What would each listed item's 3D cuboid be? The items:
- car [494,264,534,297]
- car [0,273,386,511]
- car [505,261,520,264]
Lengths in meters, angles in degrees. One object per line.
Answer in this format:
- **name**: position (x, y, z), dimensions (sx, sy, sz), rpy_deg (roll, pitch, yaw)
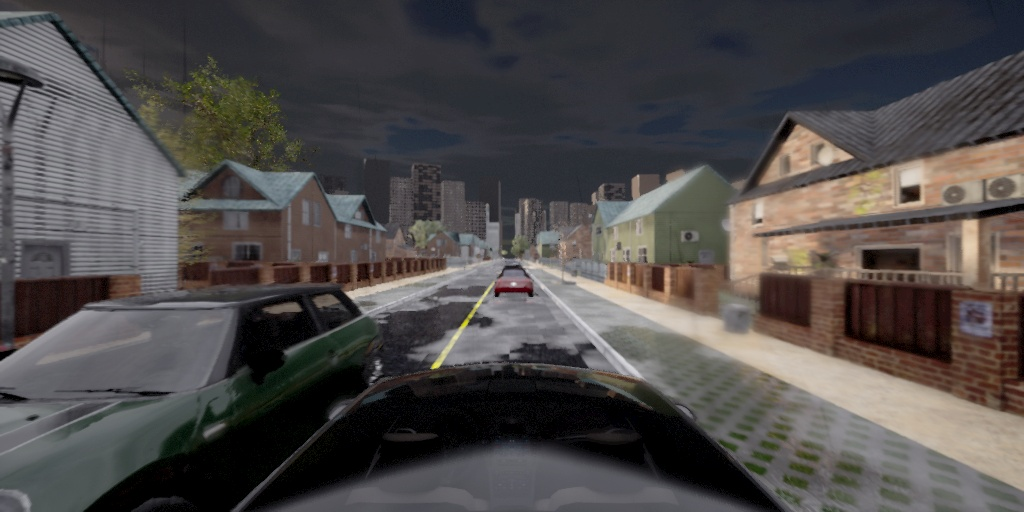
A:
- **car**: position (0.088, 1.295, 18.997), dimensions (1.994, 1.385, 4.181), rpy_deg (0, 0, 0)
- **car**: position (-2.835, 1.101, 3.158), dimensions (2.097, 1.767, 4.553), rpy_deg (0, 0, 0)
- **car**: position (0.087, 1.213, 32.959), dimensions (2.128, 1.511, 4.902), rpy_deg (0, 0, 0)
